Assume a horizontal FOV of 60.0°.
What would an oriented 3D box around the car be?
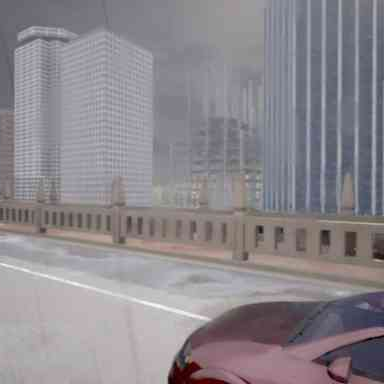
[{"bbox_3d":[1.820,1.564,2.693,4.181,1.385,1.994,0,0,36],"label":"car"}]
